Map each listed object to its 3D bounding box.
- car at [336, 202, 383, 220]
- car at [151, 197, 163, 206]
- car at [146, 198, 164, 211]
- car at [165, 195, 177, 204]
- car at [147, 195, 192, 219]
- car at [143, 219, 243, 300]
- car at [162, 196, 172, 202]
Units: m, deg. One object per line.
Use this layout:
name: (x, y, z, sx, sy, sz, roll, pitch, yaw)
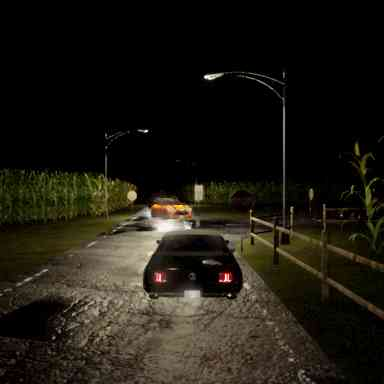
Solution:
car: (13.123, 1.370, 24.203, 4.718, 1.301, 1.895, -1, 0, 3)
car: (-6.152, 1.600, 58.294, 2.033, 1.411, 5.357, 0, 0, -6)
car: (-4.711, 1.522, 43.146, 2.128, 1.511, 4.902, 0, 0, -5)
car: (-4.131, 1.417, 65.795, 2.097, 1.767, 4.553, 0, 0, -8)
car: (-1.774, 1.346, 27.213, 2.097, 1.767, 4.553, 0, -1, -26)
car: (0.019, 1.601, 8.368, 1.895, 1.301, 4.718, 0, 0, 0)
car: (-5.951, 1.645, 78.385, 1.994, 1.385, 4.181, 0, 0, -9)
